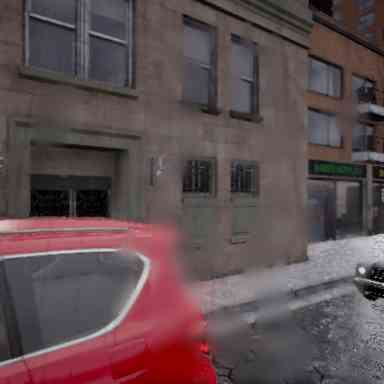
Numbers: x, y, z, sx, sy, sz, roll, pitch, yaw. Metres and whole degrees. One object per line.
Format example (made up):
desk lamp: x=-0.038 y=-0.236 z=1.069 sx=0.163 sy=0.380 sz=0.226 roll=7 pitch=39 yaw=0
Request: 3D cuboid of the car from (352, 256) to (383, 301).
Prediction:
car: x=5.616 y=1.699 z=7.448 sx=4.718 sy=1.301 sz=1.895 roll=1 pitch=-1 yaw=-36

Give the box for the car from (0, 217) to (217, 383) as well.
car: x=-2.373 y=1.226 z=1.685 sx=5.566 sy=2.045 sz=2.150 roll=1 pitch=-1 yaw=-38
